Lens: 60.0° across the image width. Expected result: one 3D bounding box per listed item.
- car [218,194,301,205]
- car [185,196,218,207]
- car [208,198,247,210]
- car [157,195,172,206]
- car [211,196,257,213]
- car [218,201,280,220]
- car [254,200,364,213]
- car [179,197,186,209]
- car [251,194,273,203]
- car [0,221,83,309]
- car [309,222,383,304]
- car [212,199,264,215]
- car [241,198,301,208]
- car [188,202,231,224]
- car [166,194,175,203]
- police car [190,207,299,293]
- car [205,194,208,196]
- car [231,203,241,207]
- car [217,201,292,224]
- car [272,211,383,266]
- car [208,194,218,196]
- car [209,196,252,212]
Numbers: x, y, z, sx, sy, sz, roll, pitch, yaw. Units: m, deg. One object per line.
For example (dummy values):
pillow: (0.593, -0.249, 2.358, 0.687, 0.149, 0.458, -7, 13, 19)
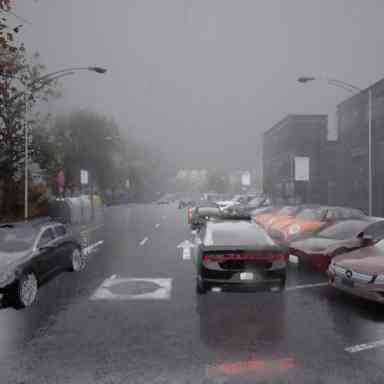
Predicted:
car: (4.945, 1.250, 22.257, 5.566, 2.045, 2.435, 1, 0, -21)
car: (0.760, 1.372, 24.885, 2.097, 1.767, 4.553, 0, 0, -1)
car: (4.640, 1.598, 43.295, 4.674, 1.452, 2.002, 1, 0, -21)
car: (-5.110, 1.698, 59.227, 1.994, 1.385, 4.181, 0, 0, -1)
car: (4.701, 1.411, 37.285, 4.553, 1.767, 2.185, 1, 0, -21)
car: (4.837, 1.543, 28.271, 4.792, 1.488, 2.163, 1, 0, -21)
car: (5.125, 1.365, 13.282, 4.553, 1.767, 2.185, 1, 0, -21)
car: (-0.766, 1.438, 46.848, 2.097, 1.767, 4.553, 0, 0, 0)
car: (16.971, 1.458, 80.560, 2.435, 2.045, 5.566, 0, 0, -22)
car: (-4.085, 1.493, 7.903, 2.128, 1.511, 4.902, 0, 0, -1)
car: (5.193, 1.527, 7.271, 4.674, 1.452, 2.002, 1, 0, -21)
car: (4.752, 1.558, 34.271, 4.792, 1.488, 2.163, 1, 0, -21)
car: (5.078, 1.368, 16.283, 4.553, 1.767, 2.185, 1, 0, -21)
car: (0.854, 1.516, 18.915, 1.837, 1.490, 4.892, 0, 0, -1)
car: (-5.150, 1.428, 76.856, 2.150, 2.045, 5.566, 0, 0, 4)
police car: (1.015, 1.427, 9.026, 1.930, 1.638, 5.238, 0, 0, -1)
car: (4.626, 1.443, 46.304, 4.553, 1.767, 2.185, 1, 0, -21)
car: (4.996, 1.537, 19.279, 4.674, 1.452, 2.002, 1, 0, -21)
car: (4.737, 1.501, 25.211, 5.366, 1.575, 1.946, 1, 0, -21)
car: (5.113, 1.517, 10.262, 4.792, 1.488, 2.163, 1, 0, -21)
car: (4.799, 1.269, 31.272, 5.566, 2.045, 2.435, 1, 0, -21)
car: (4.655, 1.421, 40.286, 4.553, 1.767, 2.185, 1, 0, -21)
